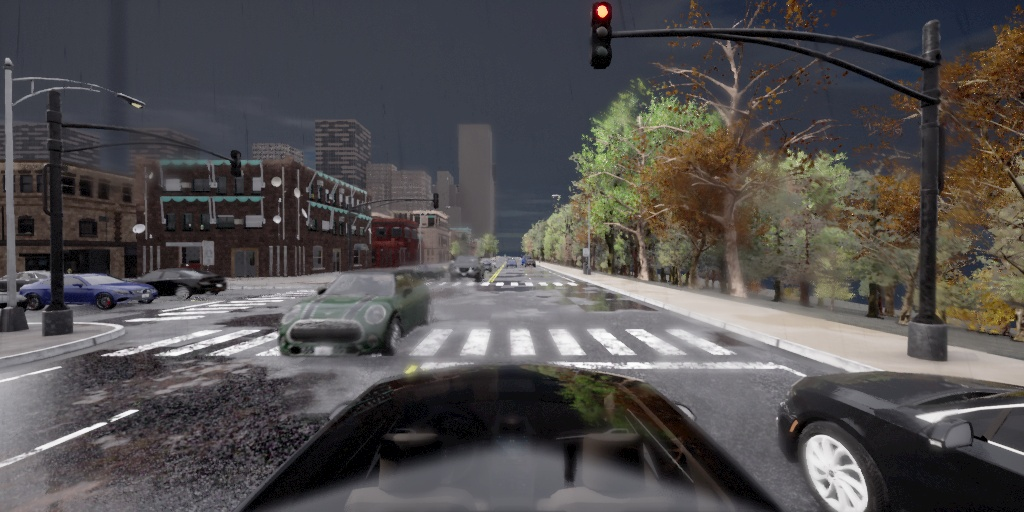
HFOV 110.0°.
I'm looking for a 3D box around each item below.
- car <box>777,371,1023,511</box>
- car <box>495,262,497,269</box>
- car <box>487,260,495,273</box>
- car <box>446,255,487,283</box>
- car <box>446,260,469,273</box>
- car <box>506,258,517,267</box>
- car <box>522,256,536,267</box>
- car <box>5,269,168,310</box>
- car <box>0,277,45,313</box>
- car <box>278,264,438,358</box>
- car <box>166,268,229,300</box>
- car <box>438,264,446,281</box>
[{"bbox_3d":[3.366,1.255,1.255,1.837,1.490,4.892,0,0,-2],"label":"car"},{"bbox_3d":[-3.462,1.331,56.792,1.895,1.301,4.718,0,0,0],"label":"car"},{"bbox_3d":[-3.448,1.300,43.725,1.994,1.385,4.181,0,0,0],"label":"car"},{"bbox_3d":[-3.418,0.964,28.276,2.150,2.045,5.566,0,0,0],"label":"car"},{"bbox_3d":[-6.702,1.283,44.688,2.033,1.411,5.357,0,0,0],"label":"car"},{"bbox_3d":[-0.047,1.274,63.953,2.033,1.411,5.357,0,0,0],"label":"car"},{"bbox_3d":[3.203,1.231,63.655,1.837,1.490,4.892,0,0,0],"label":"car"},{"bbox_3d":[-18.095,1.476,15.371,4.674,1.442,1.812,-1,1,-1],"label":"car"},{"bbox_3d":[-19.973,1.565,12.631,4.313,1.339,1.948,0,0,0],"label":"car"},{"bbox_3d":[-3.367,1.101,8.636,2.097,1.767,4.553,0,0,0],"label":"car"},{"bbox_3d":[-17.448,1.391,18.340,5.008,1.535,1.882,-1,1,0],"label":"car"},{"bbox_3d":[-6.666,1.343,29.607,1.895,1.301,4.718,0,0,0],"label":"car"}]
